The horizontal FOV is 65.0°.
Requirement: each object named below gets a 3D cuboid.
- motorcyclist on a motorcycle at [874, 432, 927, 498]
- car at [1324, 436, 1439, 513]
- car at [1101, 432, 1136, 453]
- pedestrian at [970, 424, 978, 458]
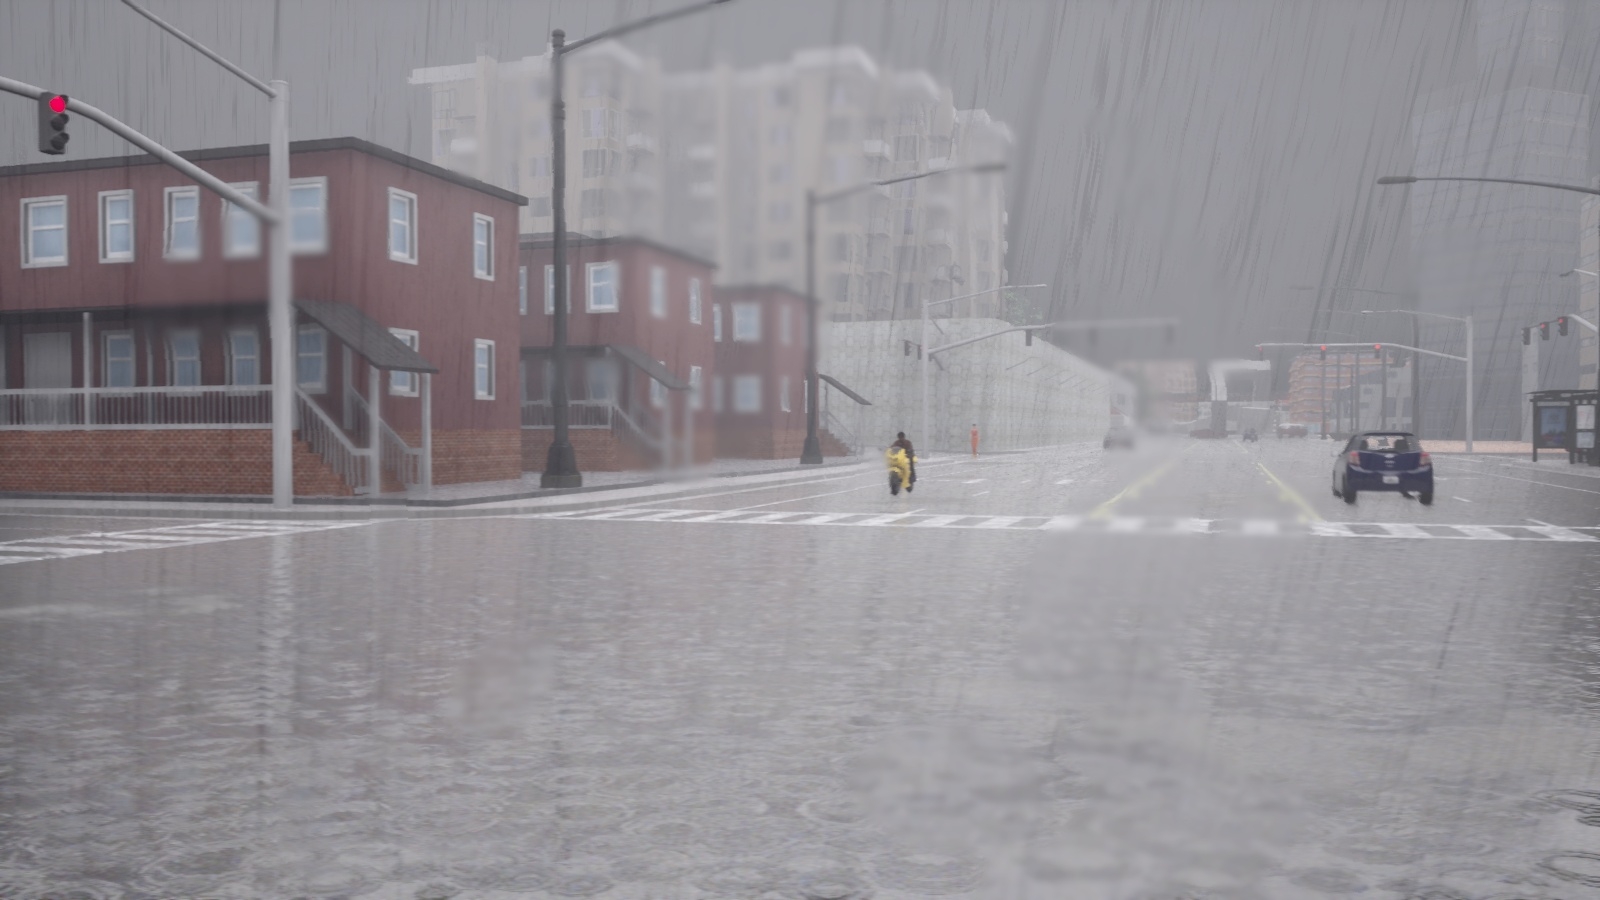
[{"bbox_3d":[2.434,0.333,30.286,0.797,1.523,2.044,1,1,19],"label":"motorcyclist on a motorcycle"},{"bbox_3d":[12.360,0.457,26.872,1.845,1.501,3.633,1,1,19],"label":"car"},{"bbox_3d":[24.008,-0.596,94.447,2.163,1.488,4.792,1,1,19],"label":"car"},{"bbox_3d":[9.462,-0.476,68.297,0.345,1.836,0.594,1,1,19],"label":"pedestrian"}]
